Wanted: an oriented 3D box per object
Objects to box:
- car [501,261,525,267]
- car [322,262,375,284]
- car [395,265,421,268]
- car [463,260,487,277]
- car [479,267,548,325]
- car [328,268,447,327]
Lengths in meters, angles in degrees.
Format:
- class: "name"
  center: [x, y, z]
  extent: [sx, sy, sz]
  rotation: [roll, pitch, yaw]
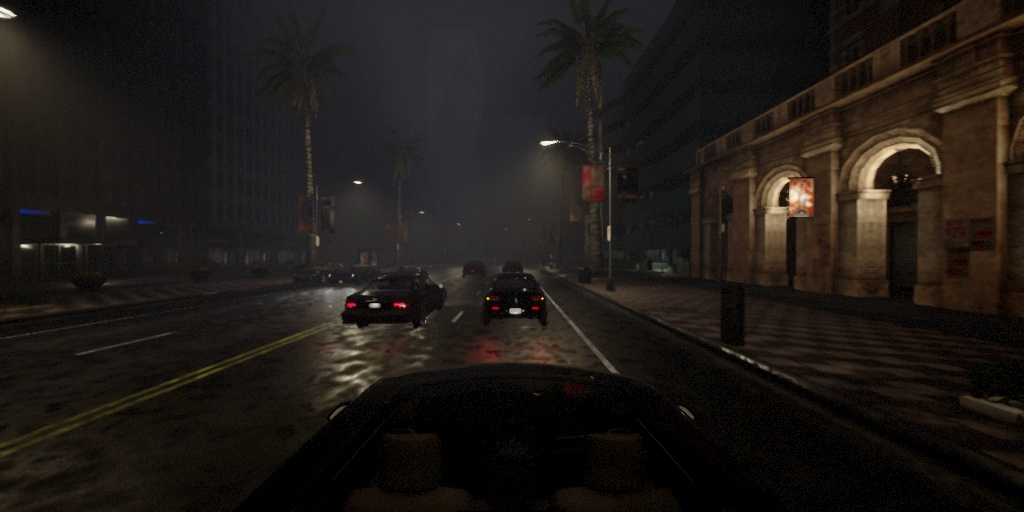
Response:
- class: "car"
  center: [0.071, 1.159, 32.099]
  extent: [1.837, 1.490, 4.892]
  rotation: [0, 0, 0]
- class: "car"
  center: [-10.620, 1.284, 24.454]
  extent: [1.895, 1.301, 4.718]
  rotation: [0, 0, 0]
- class: "car"
  center: [-7.120, 1.283, 24.248]
  extent: [1.895, 1.301, 4.718]
  rotation: [0, 0, 0]
- class: "car"
  center: [-3.430, 1.129, 33.661]
  extent: [1.882, 1.535, 5.008]
  rotation: [0, 0, 0]
- class: "car"
  center: [0.078, 1.245, 11.543]
  extent: [1.812, 1.442, 4.674]
  rotation: [0, 0, 0]
- class: "car"
  center: [-3.408, 1.268, 11.405]
  extent: [2.033, 1.411, 5.357]
  rotation: [0, 0, 0]
